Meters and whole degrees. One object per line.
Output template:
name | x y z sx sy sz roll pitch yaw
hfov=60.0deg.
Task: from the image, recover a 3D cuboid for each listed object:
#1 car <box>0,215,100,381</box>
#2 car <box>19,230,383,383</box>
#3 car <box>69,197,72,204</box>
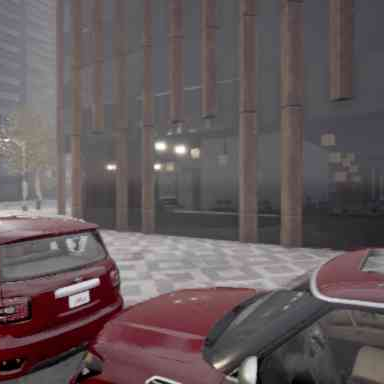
car | -3.278 1.294 5.050 5.009 1.841 2.192 0 1 33
car | 1.461 1.290 1.998 5.009 1.841 2.192 0 1 33
car | -17.597 0.984 53.957 2.097 1.767 4.553 0 1 33
